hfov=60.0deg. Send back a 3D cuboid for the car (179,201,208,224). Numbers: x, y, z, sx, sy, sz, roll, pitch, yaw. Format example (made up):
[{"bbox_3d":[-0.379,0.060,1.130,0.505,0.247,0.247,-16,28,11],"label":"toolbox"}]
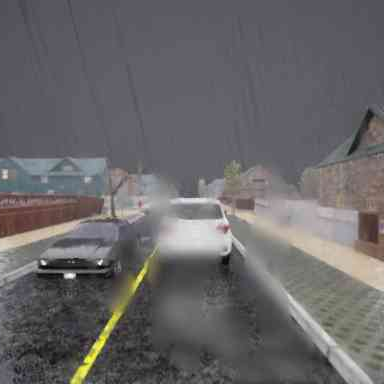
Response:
[{"bbox_3d":[0.100,1.559,26.716,2.128,1.511,4.902,0,0,0],"label":"car"}]

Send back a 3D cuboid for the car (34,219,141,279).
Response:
[{"bbox_3d":[-2.818,1.568,10.368,2.033,1.411,5.357,0,0,0],"label":"car"}]

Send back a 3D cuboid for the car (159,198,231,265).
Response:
[{"bbox_3d":[0.099,1.242,11.868,2.150,2.045,5.566,0,-1,0],"label":"car"}]
